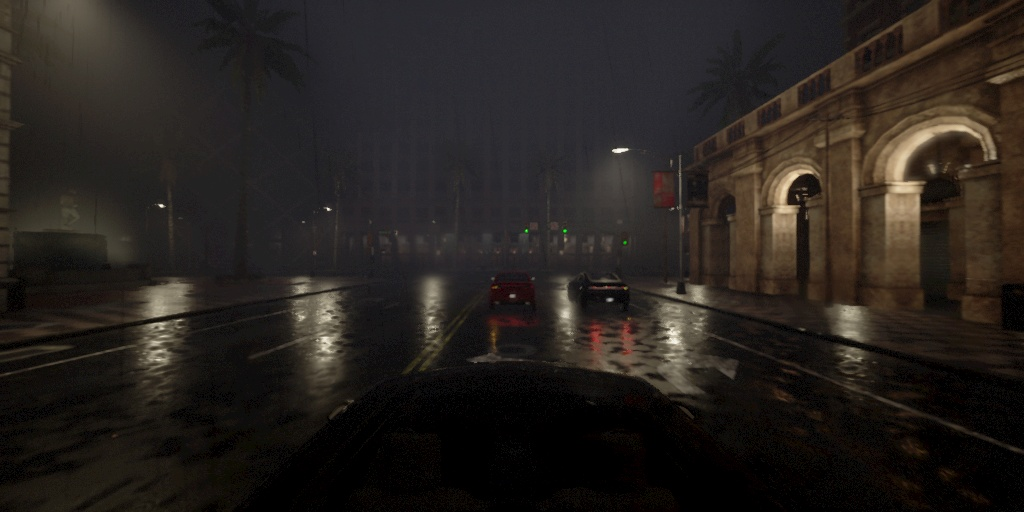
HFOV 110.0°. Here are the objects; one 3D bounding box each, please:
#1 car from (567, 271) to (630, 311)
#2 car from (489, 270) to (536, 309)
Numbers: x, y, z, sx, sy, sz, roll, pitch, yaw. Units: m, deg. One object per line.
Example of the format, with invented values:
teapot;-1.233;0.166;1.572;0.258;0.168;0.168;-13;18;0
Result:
car;3.541;1.390;15.321;2.128;1.511;4.902;0;0;0
car;0.049;1.382;16.064;1.882;1.535;5.008;0;0;1
